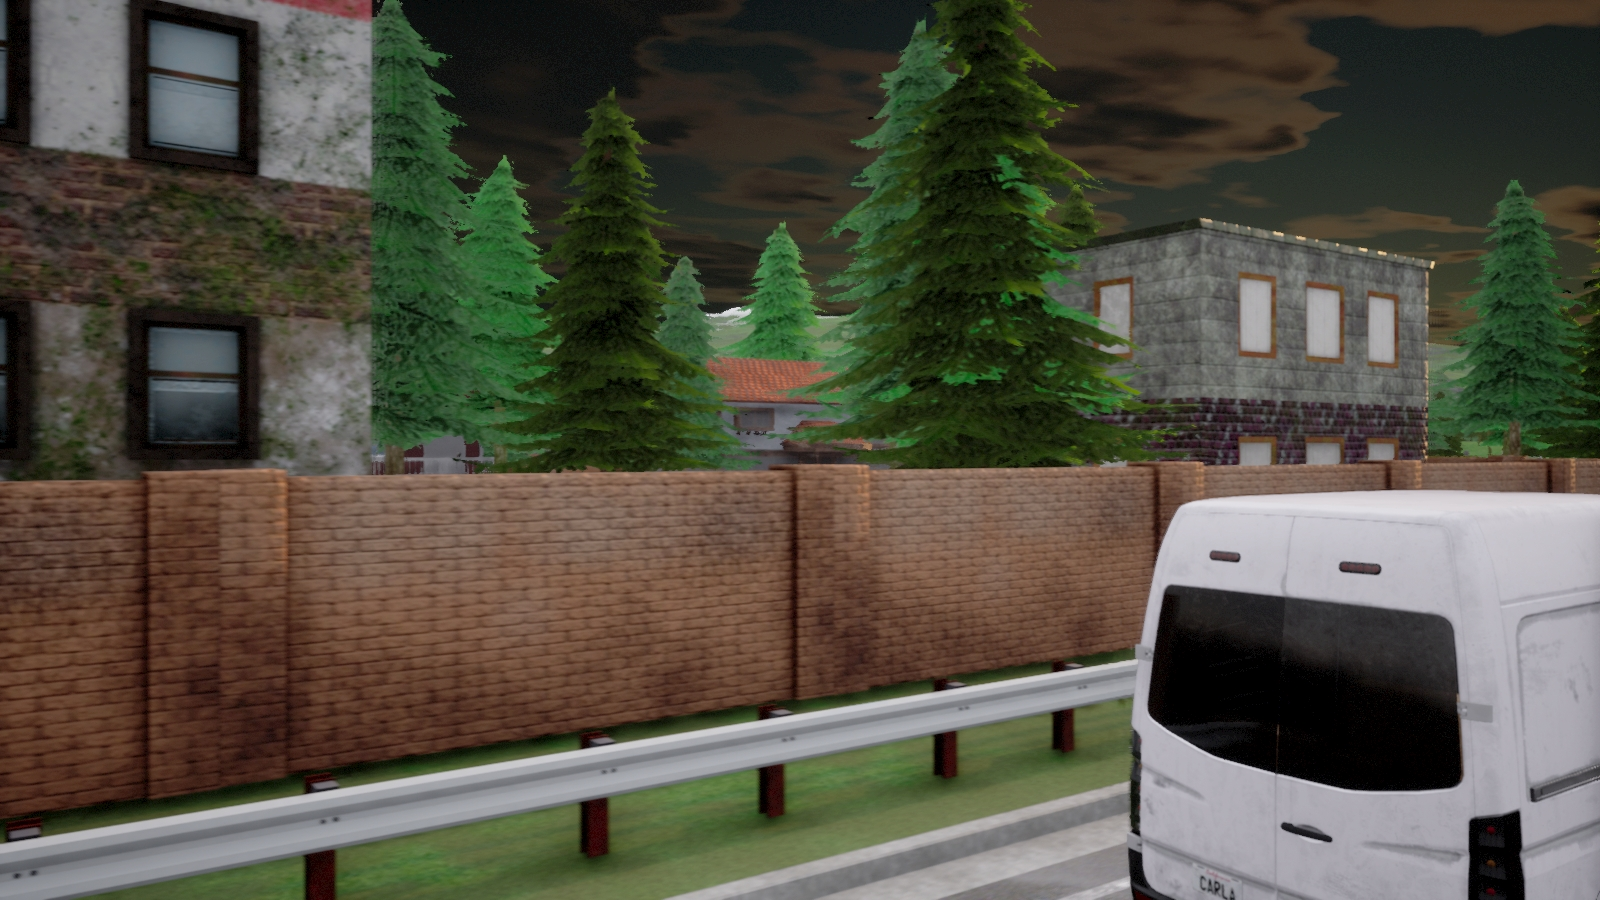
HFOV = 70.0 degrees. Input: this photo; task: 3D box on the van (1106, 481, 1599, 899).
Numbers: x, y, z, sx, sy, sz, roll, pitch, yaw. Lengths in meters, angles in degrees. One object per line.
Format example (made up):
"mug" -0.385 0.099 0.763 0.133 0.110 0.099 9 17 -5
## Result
"van" 4.639 1.536 7.035 5.915 2.561 1.988 0 0 -35
